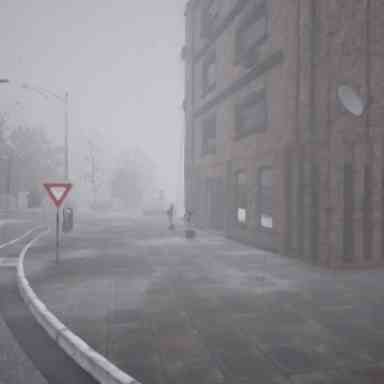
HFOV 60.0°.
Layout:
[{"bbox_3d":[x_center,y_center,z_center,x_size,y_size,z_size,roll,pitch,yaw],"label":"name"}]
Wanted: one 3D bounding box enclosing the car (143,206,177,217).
[{"bbox_3d":[-3.989,2.495,42.199,1.895,1.301,4.718,1,-3,35],"label":"car"}]
